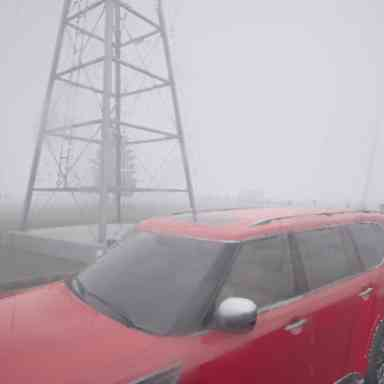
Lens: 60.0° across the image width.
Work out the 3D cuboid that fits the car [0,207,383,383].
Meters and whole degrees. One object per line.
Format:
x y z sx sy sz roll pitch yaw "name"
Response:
0.267 1.234 3.468 5.566 2.045 2.150 0 0 -37 "car"
